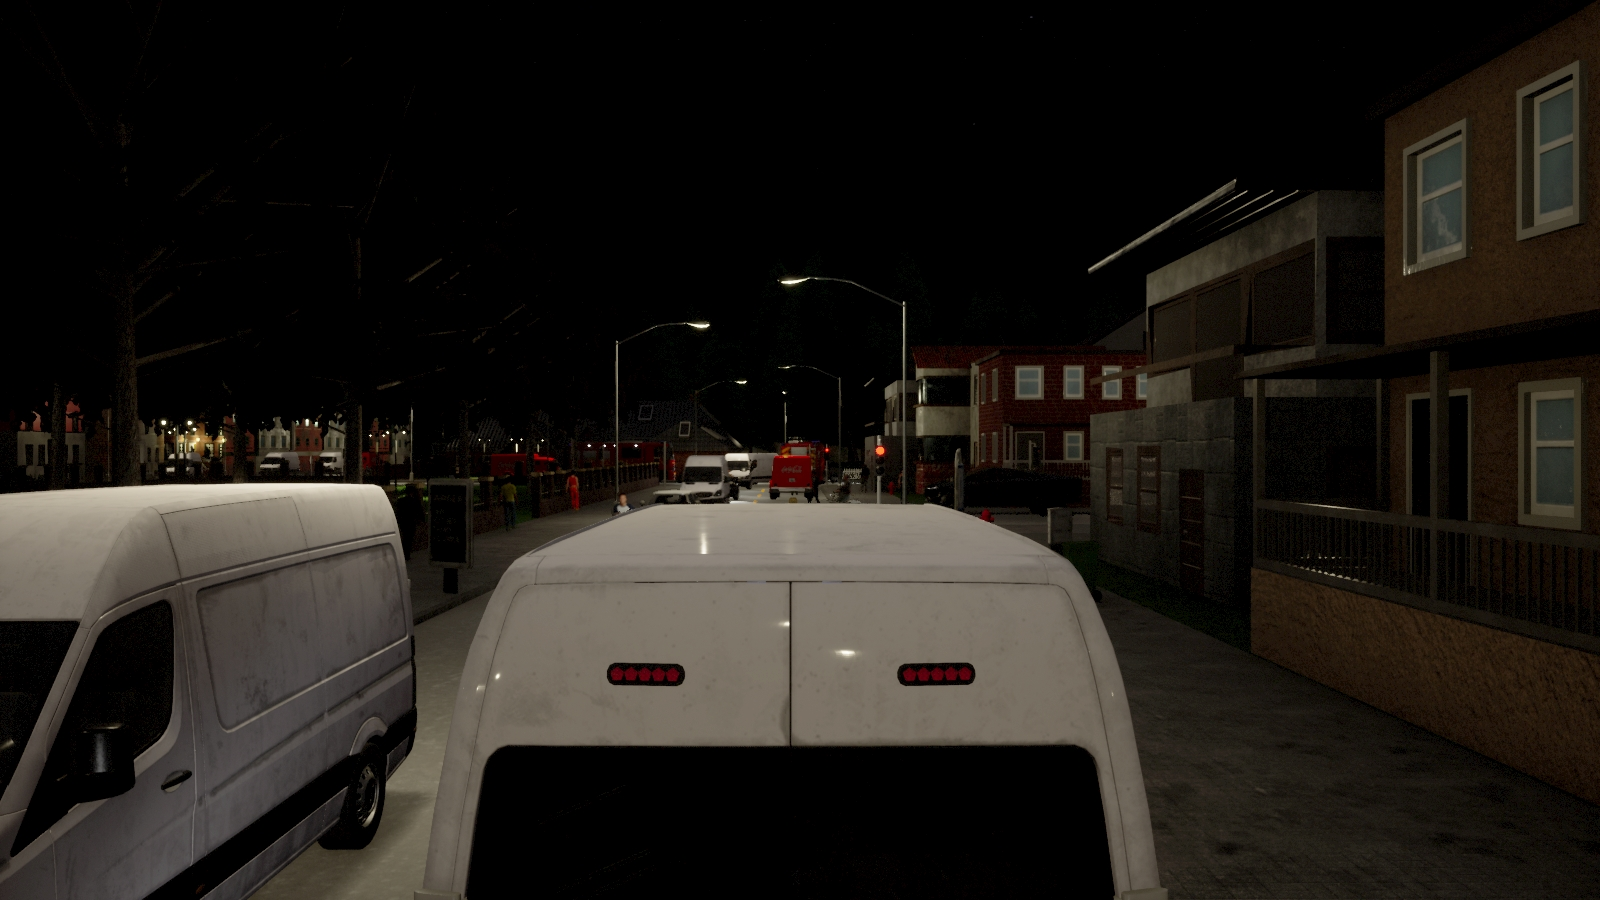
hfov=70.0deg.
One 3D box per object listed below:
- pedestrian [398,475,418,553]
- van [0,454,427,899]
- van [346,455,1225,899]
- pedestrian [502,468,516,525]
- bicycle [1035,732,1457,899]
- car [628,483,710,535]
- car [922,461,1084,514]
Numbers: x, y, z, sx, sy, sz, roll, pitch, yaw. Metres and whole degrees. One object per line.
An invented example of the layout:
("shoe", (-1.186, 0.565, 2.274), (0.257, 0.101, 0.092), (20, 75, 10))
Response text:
("pedestrian", (-9.429, 1.525, 27.478), (0.375, 1.860, 0.375), (0, 0, -7))
("van", (-4.032, 1.314, 6.374), (1.988, 2.561, 5.915), (0, 0, 0))
("van", (-0.041, 1.314, 5.541), (1.988, 2.561, 5.915), (0, 0, 0))
("pedestrian", (-9.608, 1.526, 37.755), (0.375, 1.860, 0.375), (0, 0, 0))
("bicycle", (1.913, 1.940, 4.881), (1.835, 1.271, 0.329), (0, 2, -16))
("car", (-4.153, 1.845, 36.729), (1.970, 1.475, 3.806), (0, 0, 4))
("car", (8.360, 1.533, 47.493), (6.274, 2.098, 2.390), (0, 0, -1))
